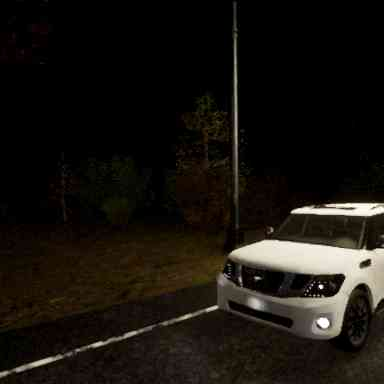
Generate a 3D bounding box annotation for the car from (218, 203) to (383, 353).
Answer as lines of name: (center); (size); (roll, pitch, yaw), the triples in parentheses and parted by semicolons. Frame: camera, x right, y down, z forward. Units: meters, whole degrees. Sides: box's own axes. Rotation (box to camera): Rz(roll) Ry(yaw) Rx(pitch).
car: (2.970, 1.282, 6.704); (5.566, 2.045, 2.150); (0, -1, -42)
